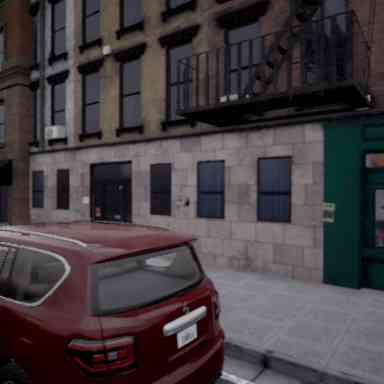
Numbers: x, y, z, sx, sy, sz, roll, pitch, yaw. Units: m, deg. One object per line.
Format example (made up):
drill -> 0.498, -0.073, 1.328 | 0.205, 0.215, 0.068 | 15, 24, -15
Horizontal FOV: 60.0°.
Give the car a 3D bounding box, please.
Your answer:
car -> -1.985, 1.293, 4.227 | 5.009, 1.841, 2.192 | 0, 0, 36
